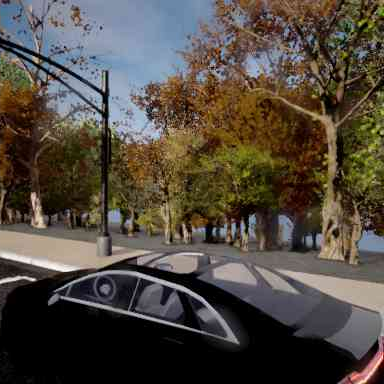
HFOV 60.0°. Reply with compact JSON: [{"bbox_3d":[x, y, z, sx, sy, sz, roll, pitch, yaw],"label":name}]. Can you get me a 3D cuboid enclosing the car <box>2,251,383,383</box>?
[{"bbox_3d":[-0.409,1.489,3.985,4.902,1.511,2.128,0,0,36],"label":"car"}]
